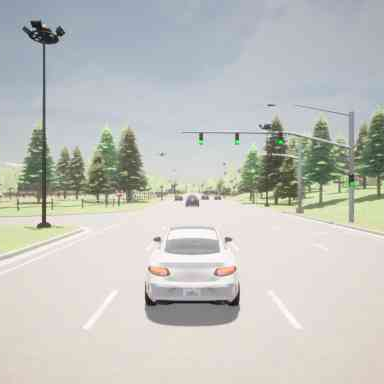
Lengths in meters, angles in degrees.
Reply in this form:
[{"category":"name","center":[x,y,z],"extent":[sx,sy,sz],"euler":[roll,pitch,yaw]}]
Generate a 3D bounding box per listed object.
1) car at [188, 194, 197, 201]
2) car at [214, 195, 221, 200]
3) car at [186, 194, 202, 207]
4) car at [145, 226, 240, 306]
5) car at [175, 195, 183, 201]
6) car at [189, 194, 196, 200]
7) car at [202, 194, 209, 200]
[{"category":"car","center":[0.128,1.348,82.798],"extent":[2.097,1.767,4.553],"euler":[0,0,0]},{"category":"car","center":[7.144,1.525,93.234],"extent":[2.128,1.511,4.902],"euler":[0,0,0]},{"category":"car","center":[0.080,1.352,51.769],"extent":[2.097,1.767,4.553],"euler":[0,0,0]},{"category":"car","center":[0.018,1.526,7.895],"extent":[1.812,1.442,4.674],"euler":[0,0,0]},{"category":"car","center":[-3.367,1.550,85.717],"extent":[1.994,1.385,4.181],"euler":[0,0,0]},{"category":"car","center":[0.144,1.332,92.832],"extent":[1.837,1.490,4.892],"euler":[0,0,0]},{"category":"car","center":[3.644,1.355,93.209],"extent":[2.097,1.767,4.553],"euler":[0,0,0]}]
